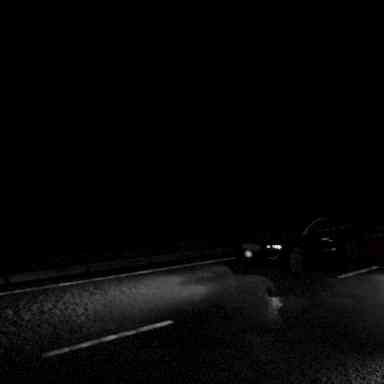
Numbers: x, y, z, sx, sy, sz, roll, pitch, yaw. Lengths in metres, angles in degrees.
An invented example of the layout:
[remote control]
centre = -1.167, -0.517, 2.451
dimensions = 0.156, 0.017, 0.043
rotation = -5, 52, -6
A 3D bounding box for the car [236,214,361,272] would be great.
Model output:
[car]
centre = 3.597, 1.494, 10.853
dimensions = 4.902, 1.511, 2.128
rotation = 0, 0, -35
